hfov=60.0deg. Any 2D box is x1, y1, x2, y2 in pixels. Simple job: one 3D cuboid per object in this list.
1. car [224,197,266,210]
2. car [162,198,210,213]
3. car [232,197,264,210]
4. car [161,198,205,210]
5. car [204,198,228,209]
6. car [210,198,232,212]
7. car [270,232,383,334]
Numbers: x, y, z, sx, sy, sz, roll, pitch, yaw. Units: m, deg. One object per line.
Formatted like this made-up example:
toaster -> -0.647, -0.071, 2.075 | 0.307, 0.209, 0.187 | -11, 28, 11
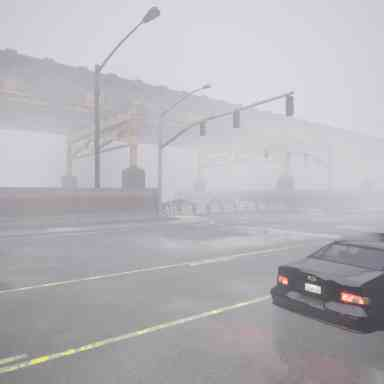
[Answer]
car -> 6.710, 1.452, 42.483 | 4.974, 1.542, 2.038 | 0, 0, -8
car -> -0.878, 1.452, 35.959 | 4.974, 1.542, 2.038 | 0, 0, 7
car -> 6.659, 1.295, 42.476 | 4.536, 1.218, 1.853 | 0, 0, -8
car -> -0.929, 1.295, 35.965 | 4.536, 1.218, 1.853 | 0, 0, 7
car -> 2.854, 1.295, 38.732 | 1.853, 1.218, 4.536 | 0, 0, 17
car -> 2.839, 1.452, 38.683 | 2.038, 1.542, 4.974 | 0, 0, 17
car -> 3.916, 1.547, 6.647 | 5.357, 1.411, 2.033 | 0, 0, -36
